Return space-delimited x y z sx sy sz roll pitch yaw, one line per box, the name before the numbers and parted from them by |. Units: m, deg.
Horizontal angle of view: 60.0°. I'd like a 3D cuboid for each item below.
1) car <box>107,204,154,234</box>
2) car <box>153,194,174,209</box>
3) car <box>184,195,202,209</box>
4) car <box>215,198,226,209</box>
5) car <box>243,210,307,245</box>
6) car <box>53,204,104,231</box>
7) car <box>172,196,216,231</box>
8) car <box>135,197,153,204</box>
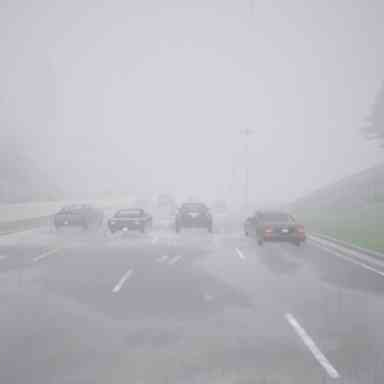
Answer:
car | -3.399 1.598 19.216 1.895 1.301 4.718 0 0 0
car | -3.418 1.217 45.391 2.150 2.045 5.566 0 0 3
car | 0.258 1.345 46.538 2.097 1.767 4.553 0 0 6
car | 3.521 1.542 44.073 2.033 1.411 5.357 0 0 2
car | 3.601 1.545 15.356 2.033 1.411 5.357 0 0 0
car | -6.899 1.488 20.687 2.128 1.511 4.902 0 0 0
car | 0.100 1.349 20.449 2.097 1.767 4.553 0 0 0
car | -6.752 1.486 47.371 2.128 1.511 4.902 0 0 5
